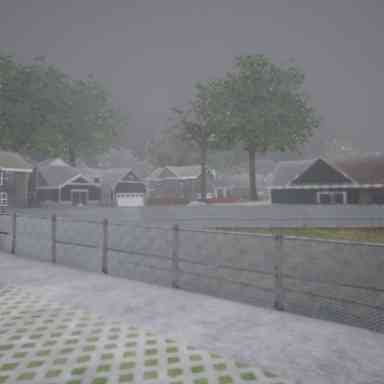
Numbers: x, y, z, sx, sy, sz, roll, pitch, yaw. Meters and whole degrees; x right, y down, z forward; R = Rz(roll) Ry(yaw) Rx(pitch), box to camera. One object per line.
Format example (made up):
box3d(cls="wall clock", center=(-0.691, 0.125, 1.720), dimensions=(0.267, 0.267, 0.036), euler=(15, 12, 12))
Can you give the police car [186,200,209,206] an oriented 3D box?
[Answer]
box3d(cls="police car", center=(0.281, 1.867, 44.241), dimensions=(1.930, 1.638, 5.238), euler=(-1, 0, 36))
